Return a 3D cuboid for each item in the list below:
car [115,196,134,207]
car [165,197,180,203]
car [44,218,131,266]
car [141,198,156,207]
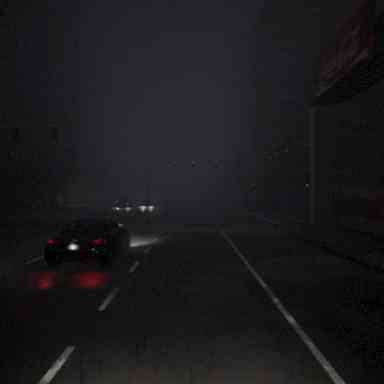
[{"bbox_3d":[-10.569,1.463,52.265,2.097,1.767,4.553,0,0,0],"label":"car"},{"bbox_3d":[-4.616,1.728,75.918,1.895,1.301,4.718,0,0,-27],"label":"car"},{"bbox_3d":[-3.442,1.587,11.680,1.994,1.385,4.181,0,0,0],"label":"car"},{"bbox_3d":[-7.054,1.680,54.524,1.994,1.385,4.181,0,0,1],"label":"car"}]
